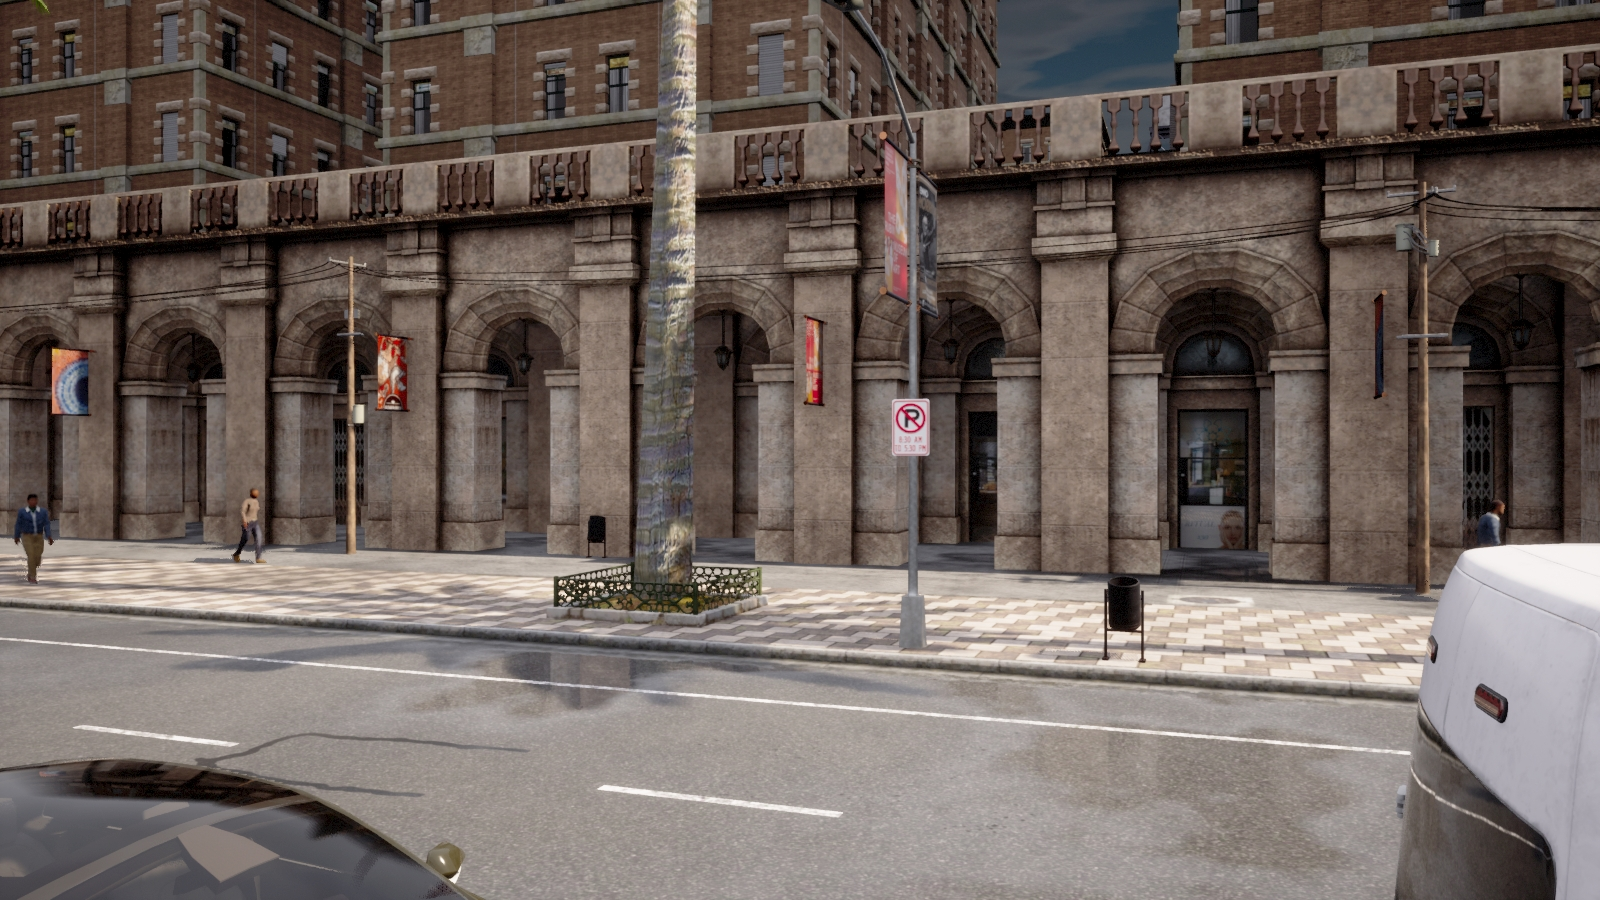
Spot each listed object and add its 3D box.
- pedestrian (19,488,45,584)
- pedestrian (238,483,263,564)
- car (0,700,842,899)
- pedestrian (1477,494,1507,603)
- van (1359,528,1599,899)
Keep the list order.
[{"bbox_3d":[-15.198,1.696,22.610,0.375,1.860,0.375,0,0,-43],"label":"pedestrian"},{"bbox_3d":[-12.776,1.696,26.565,0.375,1.860,0.375,0,0,20],"label":"pedestrian"},{"bbox_3d":[-2.519,2.061,4.220,4.892,1.480,2.231,0,0,20],"label":"car"},{"bbox_3d":[12.017,1.696,19.848,0.375,1.860,0.375,0,0,20],"label":"pedestrian"},{"bbox_3d":[4.249,1.534,1.754,5.915,2.561,1.988,0,0,20],"label":"van"}]
